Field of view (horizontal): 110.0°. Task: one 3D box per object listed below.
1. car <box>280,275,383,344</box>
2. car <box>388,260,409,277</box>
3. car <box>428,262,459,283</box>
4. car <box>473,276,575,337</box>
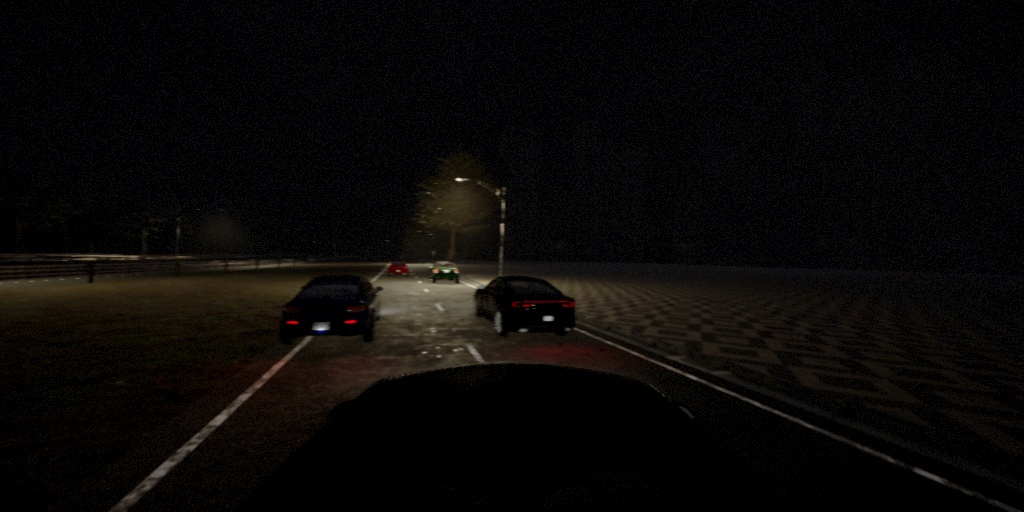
[{"bbox_3d":[-4.387,1.201,9.179,1.812,1.442,4.674,2,-1,-17],"label":"car"},{"bbox_3d":[-11.357,1.236,35.874,1.882,1.535,5.008,2,-1,-17],"label":"car"},{"bbox_3d":[-5.637,1.236,29.394,2.097,1.767,4.553,2,-1,-17],"label":"car"},{"bbox_3d":[0.130,1.338,10.896,1.882,1.535,5.008,2,-1,-17],"label":"car"}]
